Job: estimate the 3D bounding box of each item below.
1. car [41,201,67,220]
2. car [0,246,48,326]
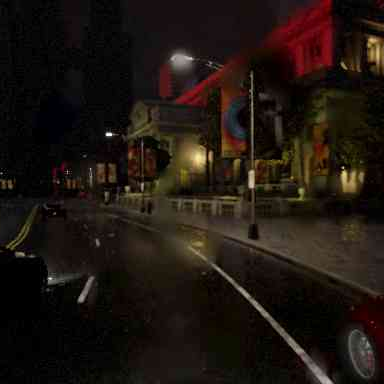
[{"bbox_3d":[-12.057,1.550,29.079,2.128,1.511,4.902,0,0,-24],"label":"car"},{"bbox_3d":[-4.062,1.585,5.814,1.994,1.385,4.181,0,0,-7],"label":"car"}]
